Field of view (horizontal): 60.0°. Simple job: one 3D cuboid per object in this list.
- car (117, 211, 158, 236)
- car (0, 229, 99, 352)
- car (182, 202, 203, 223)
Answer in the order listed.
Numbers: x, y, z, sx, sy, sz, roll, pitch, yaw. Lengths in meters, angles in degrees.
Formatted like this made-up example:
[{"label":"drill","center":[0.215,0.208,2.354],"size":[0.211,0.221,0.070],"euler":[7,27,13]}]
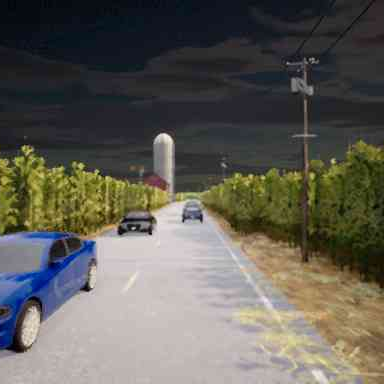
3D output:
[{"label":"car","center":[-3.246,1.854,20.512],"size":[1.994,1.385,4.181],"euler":[0,-1,0]},{"label":"car","center":[-3.309,1.572,6.540],"size":[1.882,1.535,5.008],"euler":[0,-1,0]},{"label":"car","center":[0.040,1.950,30.150],"size":[1.812,1.442,4.674],"euler":[0,-1,0]}]
